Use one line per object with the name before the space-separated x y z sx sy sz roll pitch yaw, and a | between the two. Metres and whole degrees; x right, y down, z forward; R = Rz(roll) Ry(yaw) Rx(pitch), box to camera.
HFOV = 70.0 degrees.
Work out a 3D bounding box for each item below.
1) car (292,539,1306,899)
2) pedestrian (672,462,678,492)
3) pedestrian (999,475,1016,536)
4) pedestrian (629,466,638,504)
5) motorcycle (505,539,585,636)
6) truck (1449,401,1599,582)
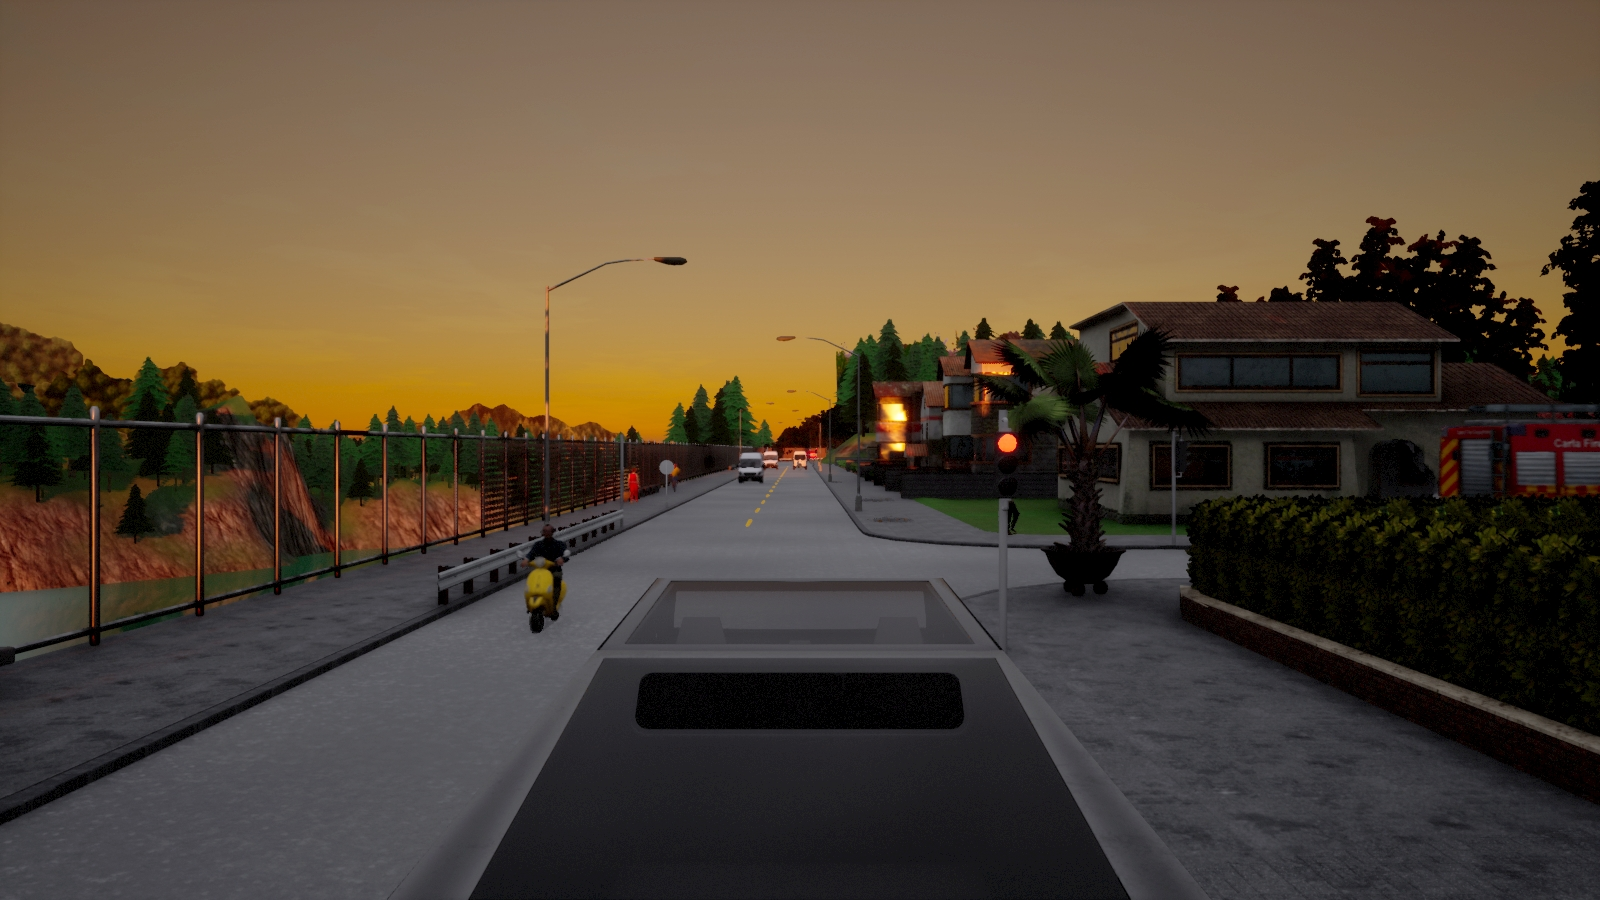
car | -0.001 1.751 5.830 2.390 2.098 6.274 0 0 0
pedestrian | -7.887 1.719 71.992 0.375 1.860 0.375 0 0 -2
pedestrian | 6.470 1.722 35.647 0.375 1.860 0.375 0 0 44
pedestrian | -8.207 1.723 56.285 0.375 1.860 0.375 0 0 8
motorcycle | -4.001 2.135 18.063 0.856 1.316 1.805 0 0 0
truck | 19.633 0.880 25.689 8.468 3.827 2.891 0 0 0
